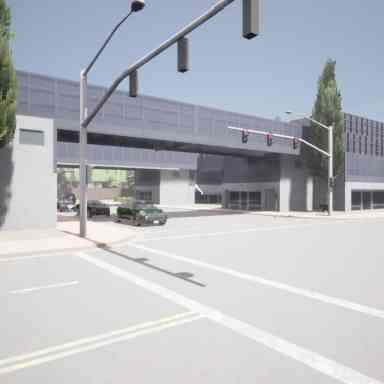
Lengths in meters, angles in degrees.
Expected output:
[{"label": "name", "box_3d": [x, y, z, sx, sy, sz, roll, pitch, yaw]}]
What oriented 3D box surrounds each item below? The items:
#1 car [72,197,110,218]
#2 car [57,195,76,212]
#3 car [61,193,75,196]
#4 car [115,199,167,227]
[{"label": "car", "box_3d": [-9.268, 1.478, 31.001, 1.882, 1.535, 5.008, 0, 0, -36]}, {"label": "car", "box_3d": [-14.846, 1.492, 38.674, 2.128, 1.511, 4.902, 0, 0, -36]}, {"label": "car", "box_3d": [-23.706, 1.221, 63.055, 2.150, 2.045, 5.566, 0, 0, -36]}, {"label": "car", "box_3d": [-3.604, 1.351, 23.217, 2.097, 1.767, 4.553, 0, 0, -36]}]
